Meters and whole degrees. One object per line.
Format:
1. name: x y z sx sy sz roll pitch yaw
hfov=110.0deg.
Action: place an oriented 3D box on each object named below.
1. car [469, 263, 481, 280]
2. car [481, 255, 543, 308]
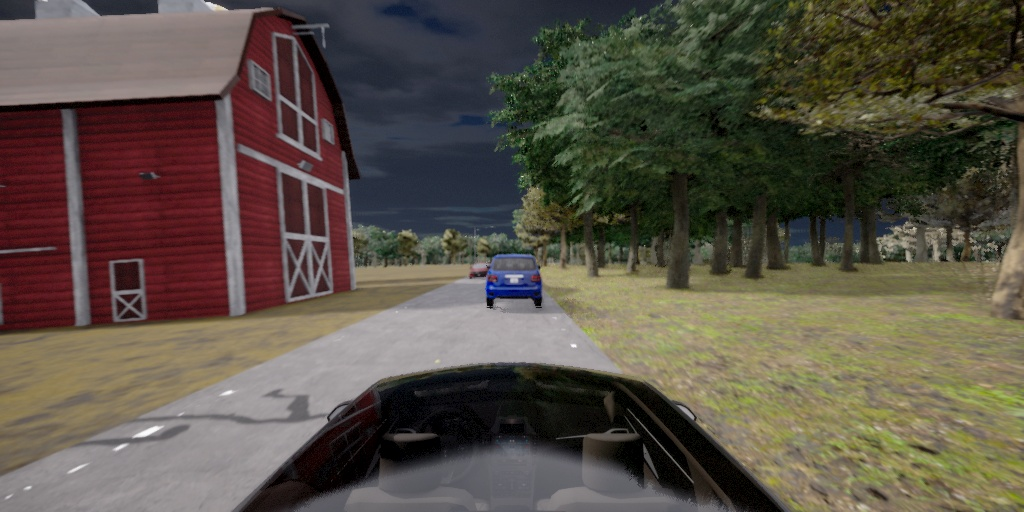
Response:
1. car: -2.764 1.331 32.447 1.882 1.535 5.008 0 -1 0
2. car: 0.085 0.964 15.343 2.150 2.045 5.566 0 0 0
